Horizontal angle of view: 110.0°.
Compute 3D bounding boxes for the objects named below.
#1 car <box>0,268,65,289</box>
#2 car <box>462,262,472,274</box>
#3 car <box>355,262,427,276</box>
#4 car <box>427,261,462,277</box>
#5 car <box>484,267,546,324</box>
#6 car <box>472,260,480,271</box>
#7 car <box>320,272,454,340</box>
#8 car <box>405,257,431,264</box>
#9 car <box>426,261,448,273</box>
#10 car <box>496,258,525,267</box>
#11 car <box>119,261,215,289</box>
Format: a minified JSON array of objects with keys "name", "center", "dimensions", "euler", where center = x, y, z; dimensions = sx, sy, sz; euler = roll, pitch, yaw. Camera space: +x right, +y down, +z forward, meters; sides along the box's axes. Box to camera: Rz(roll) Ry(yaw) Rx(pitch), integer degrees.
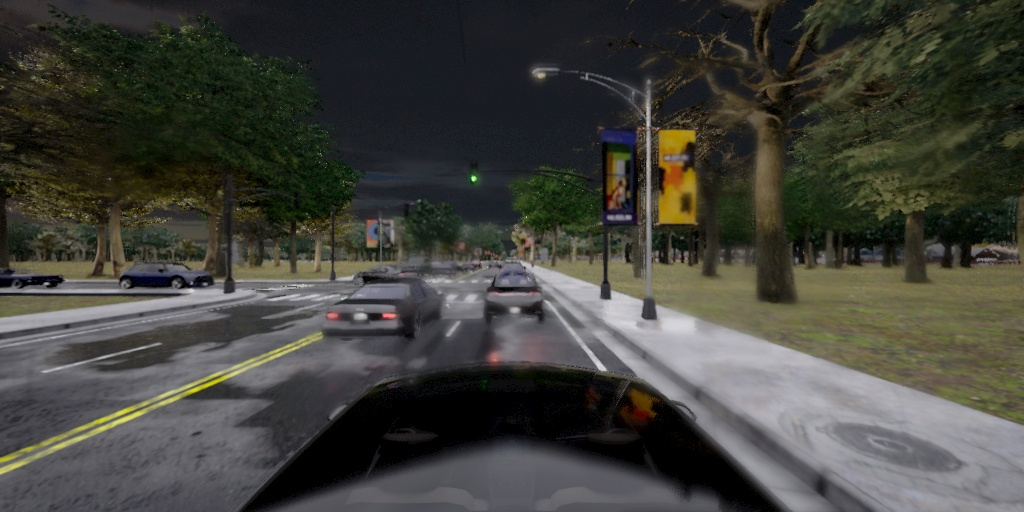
[{"name":"car","center":[-31.052,1.404,22.242],"dimensions":[4.718,1.301,1.895],"euler":[0,0,0]},{"name":"car","center":[-6.666,1.544,45.637],"dimensions":[1.895,1.301,4.718],"euler":[0,0,0]},{"name":"car","center":[-8.307,1.331,23.443],"dimensions":[4.902,1.511,2.128],"euler":[0,-1,32]},{"name":"car","center":[-6.655,1.445,36.049],"dimensions":[2.033,1.411,5.357],"euler":[0,0,0]},{"name":"car","center":[0.083,1.286,12.242],"dimensions":[2.128,1.511,4.902],"euler":[0,0,0]},{"name":"car","center":[-6.651,1.557,55.649],"dimensions":[1.994,1.385,4.181],"euler":[0,0,1]},{"name":"car","center":[-3.163,1.332,9.997],"dimensions":[2.033,1.411,5.357],"euler":[0,0,0]},{"name":"car","center":[-9.894,1.128,37.839],"dimensions":[2.150,2.045,5.566],"euler":[0,0,0]},{"name":"car","center":[-9.916,1.431,47.824],"dimensions":[1.882,1.535,5.008],"euler":[0,0,0]},{"name":"car","center":[0.056,1.214,28.040],"dimensions":[2.097,1.767,4.553],"euler":[0,0,0]},{"name":"car","center":[-21.277,1.167,22.270],"dimensions":[4.553,1.767,2.097],"euler":[0,0,0]}]
